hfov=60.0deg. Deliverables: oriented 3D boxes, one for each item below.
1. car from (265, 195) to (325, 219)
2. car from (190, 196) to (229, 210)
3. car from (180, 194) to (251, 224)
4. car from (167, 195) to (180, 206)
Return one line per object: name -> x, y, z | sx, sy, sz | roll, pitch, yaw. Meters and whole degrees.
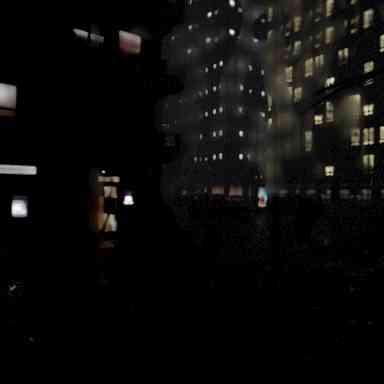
car -> 8.416, 1.127, 27.347 | 2.192, 1.841, 5.009 | 2, 0, -36
car -> 1.874, 1.169, 36.313 | 1.947, 1.339, 4.313 | 2, 0, -36
car -> 1.681, 1.071, 22.362 | 2.192, 1.841, 5.009 | 2, 0, -36
car -> -1.393, 1.065, 40.796 | 1.947, 1.339, 4.313 | 2, 0, -36
